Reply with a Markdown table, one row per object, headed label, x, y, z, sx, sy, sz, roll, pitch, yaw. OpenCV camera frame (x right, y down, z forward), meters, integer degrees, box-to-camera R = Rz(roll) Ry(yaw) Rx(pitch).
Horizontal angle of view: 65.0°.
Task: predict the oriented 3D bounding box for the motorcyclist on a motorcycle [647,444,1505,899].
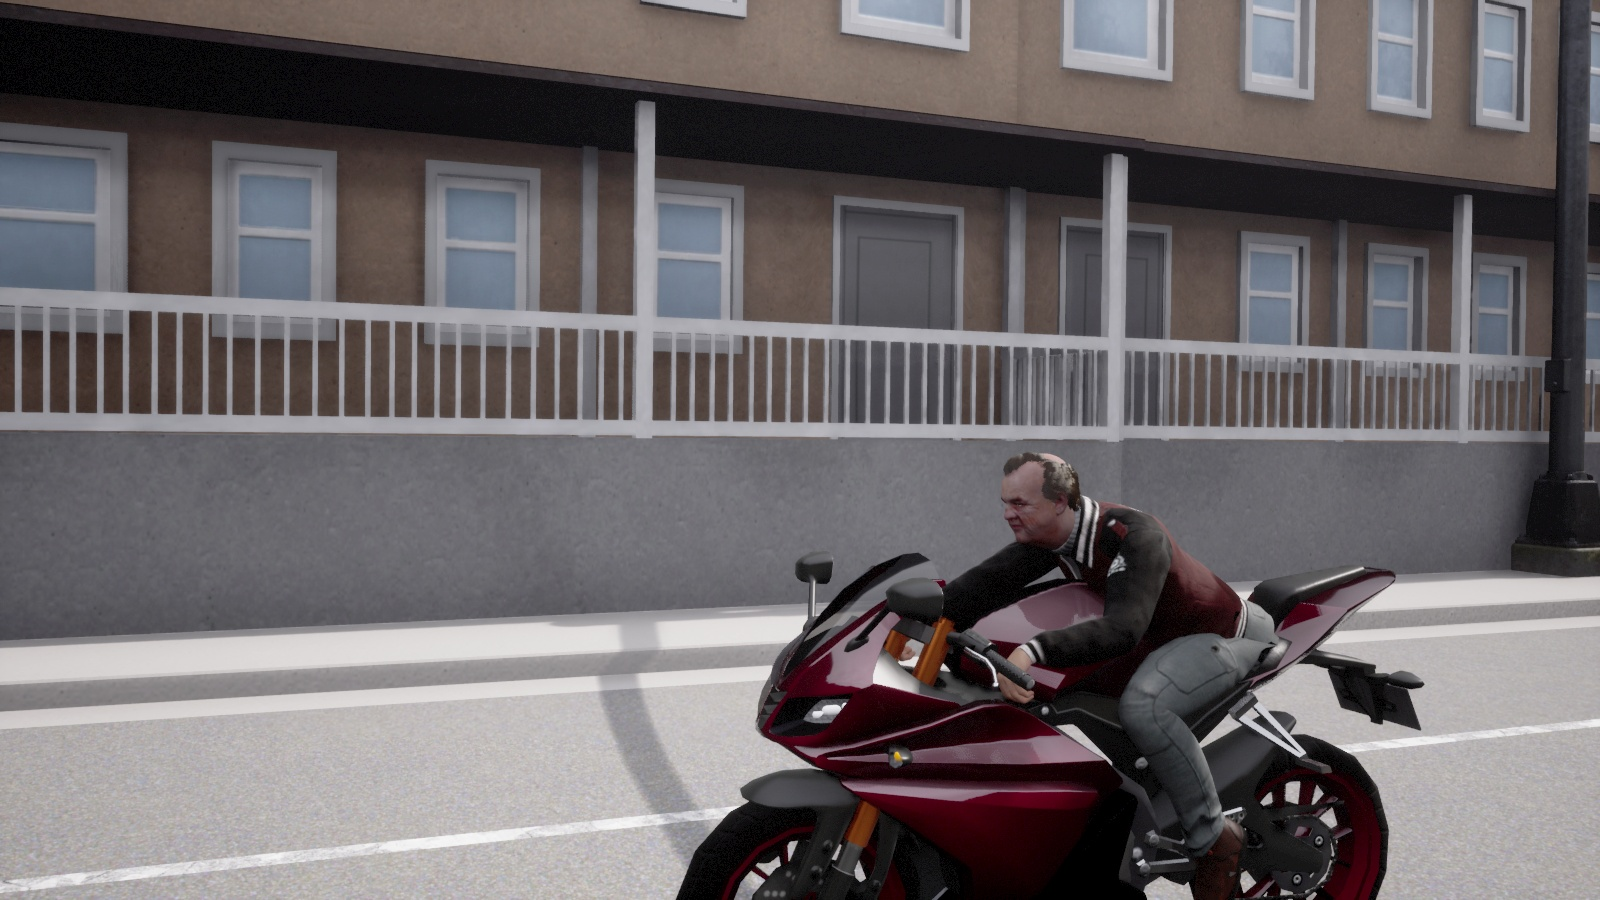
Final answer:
| label | x | y | z | sx | sy | sz | roll | pitch | yaw |
| --- | --- | --- | --- | --- | --- | --- | --- | --- | --- |
| motorcyclist on a motorcycle | 0.755 | 0.768 | 3.489 | 2.191 | 1.530 | 0.866 | -1 | 1 | -19 |
